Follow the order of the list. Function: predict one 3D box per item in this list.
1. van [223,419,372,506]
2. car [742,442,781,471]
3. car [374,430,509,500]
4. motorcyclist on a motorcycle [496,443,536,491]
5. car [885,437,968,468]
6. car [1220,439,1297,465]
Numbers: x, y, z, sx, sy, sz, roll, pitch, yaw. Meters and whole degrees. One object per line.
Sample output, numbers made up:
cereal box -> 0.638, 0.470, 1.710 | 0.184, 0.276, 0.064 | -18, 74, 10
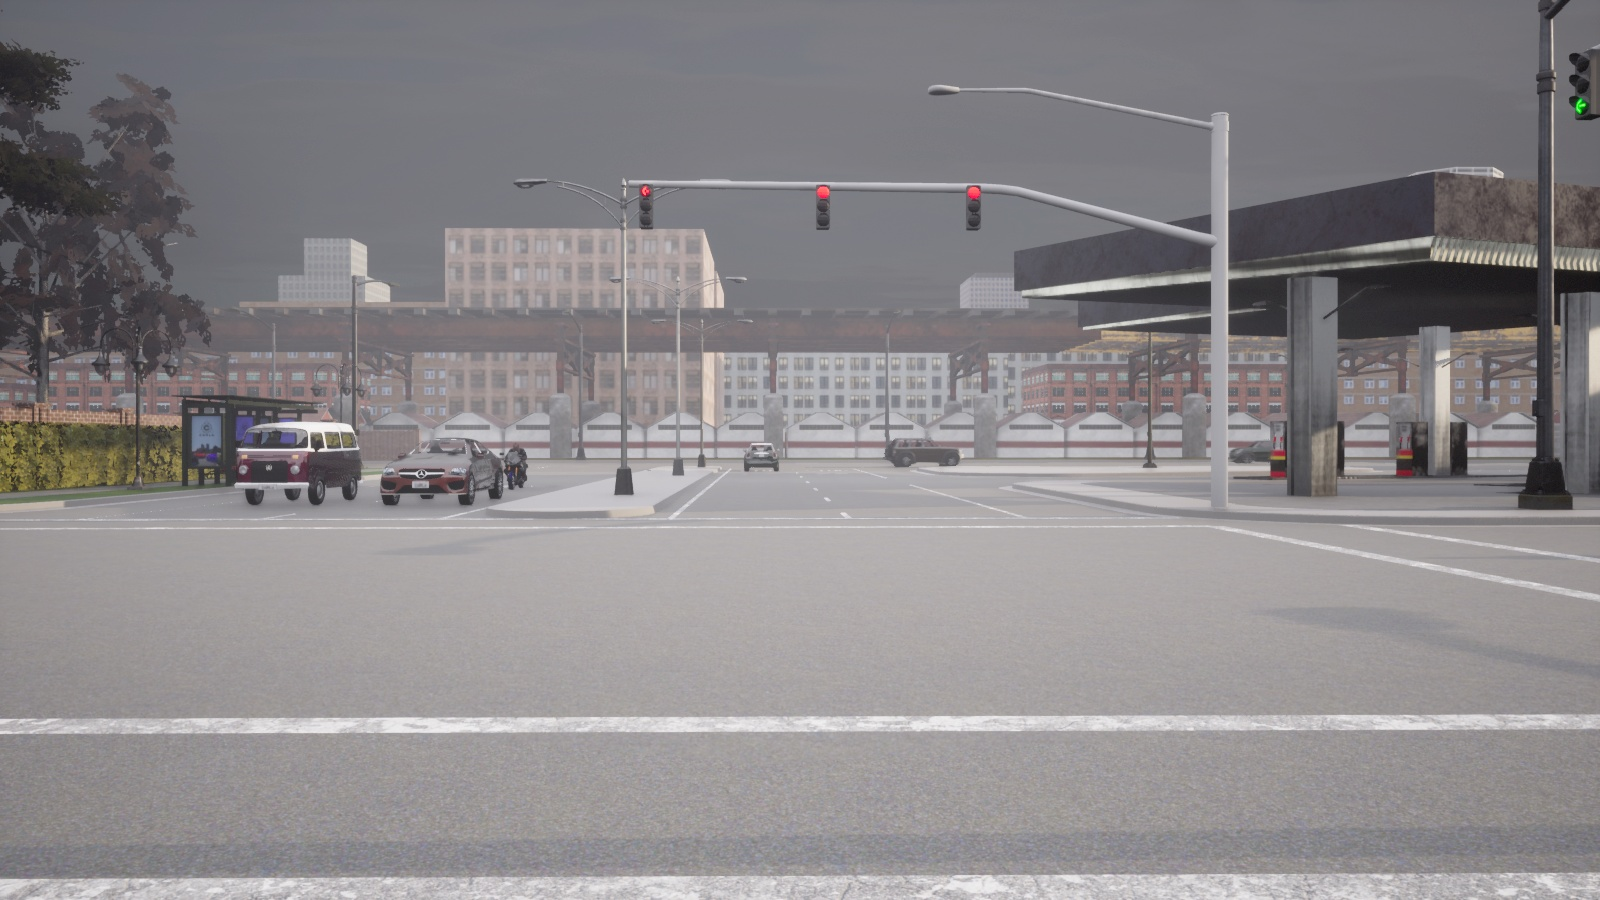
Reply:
van -> -12.501, 0.282, 31.579 | 2.069, 2.038, 4.480 | 0, 0, -2
car -> -2.051, 0.333, 66.845 | 1.970, 1.475, 3.806 | 0, 0, -2
car -> -9.015, 0.337, 32.078 | 2.152, 1.651, 5.027 | 0, 0, -2
motorcyclist on a motorcycle -> -9.259, 0.543, 41.008 | 0.866, 1.530, 2.191 | 0, 0, -2
car -> 7.578, 0.143, 75.473 | 4.605, 1.855, 1.932 | 0, 0, -9
car -> 31.594, 0.142, 86.574 | 4.553, 1.767, 2.097 | 0, 0, -1
